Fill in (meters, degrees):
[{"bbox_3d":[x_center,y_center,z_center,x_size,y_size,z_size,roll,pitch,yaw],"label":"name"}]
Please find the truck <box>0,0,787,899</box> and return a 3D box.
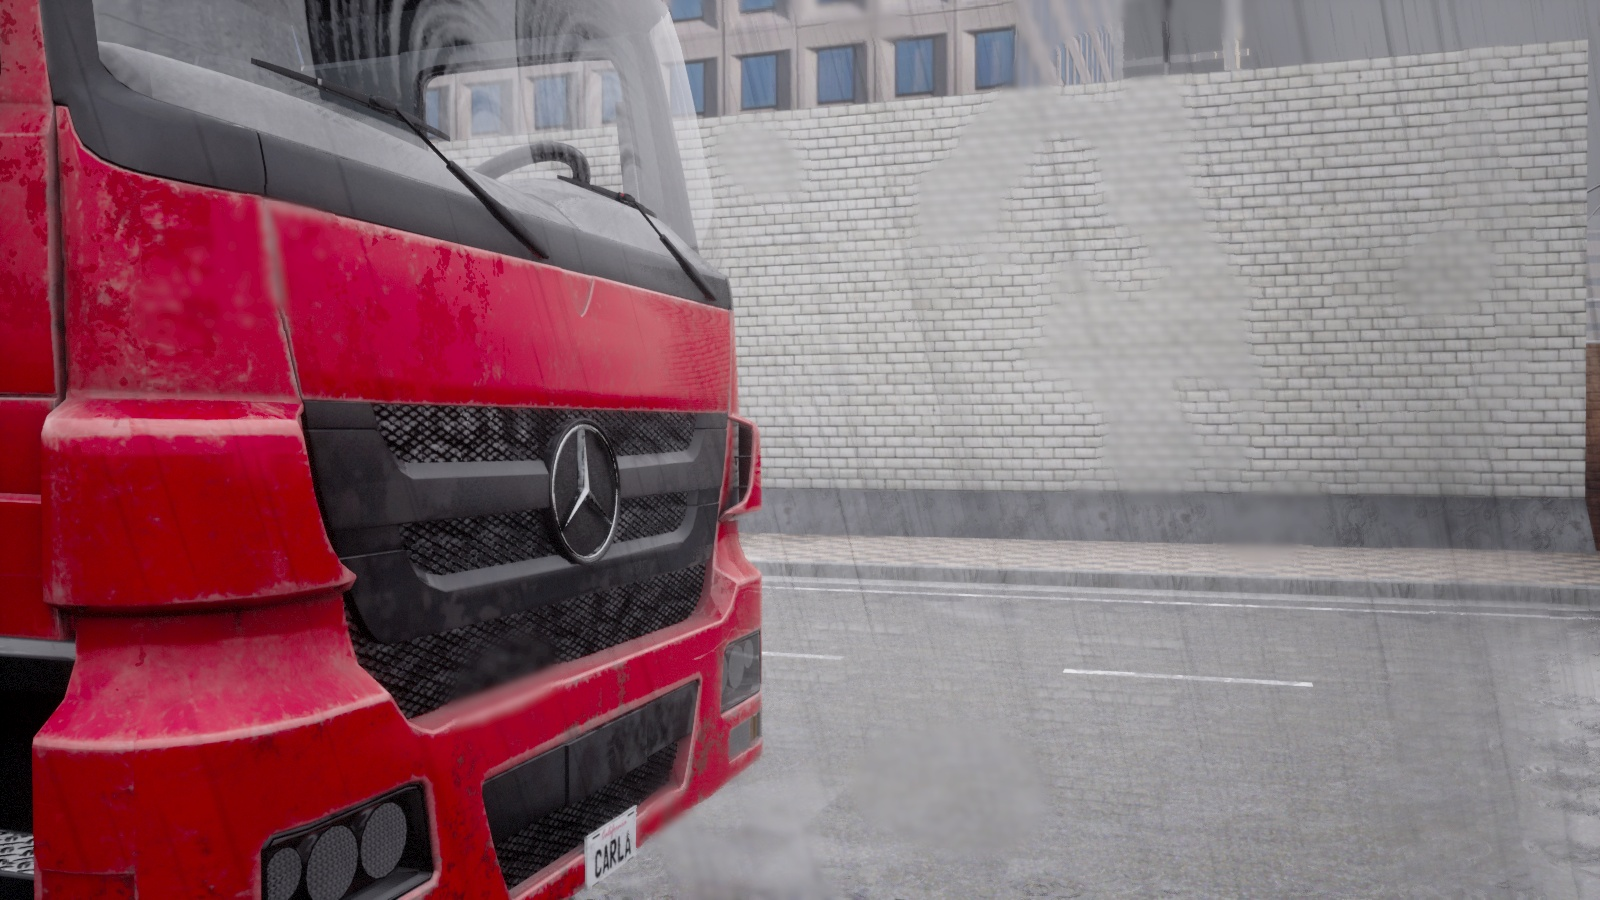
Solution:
[{"bbox_3d":[-4.275,-0.245,4.614,7.936,3.462,2.891,1,1,19],"label":"truck"}]
